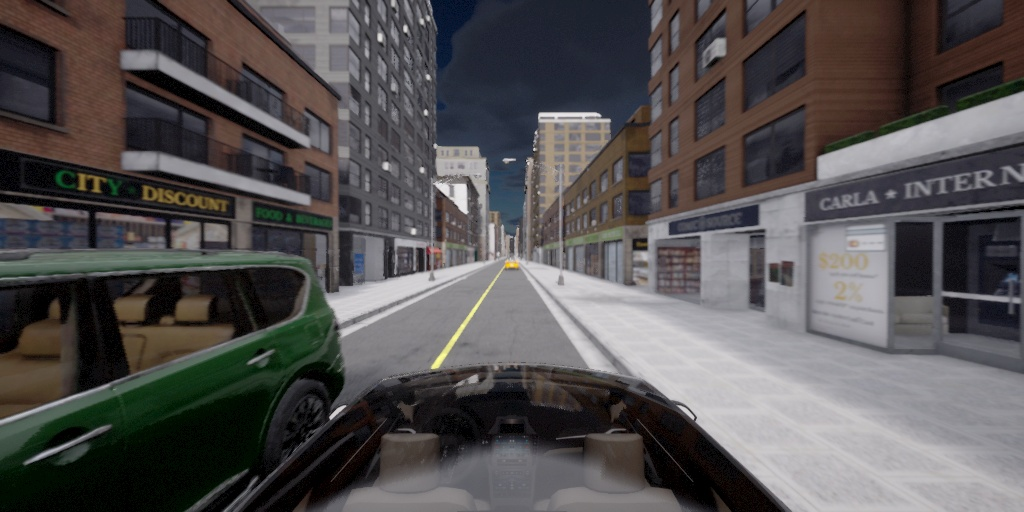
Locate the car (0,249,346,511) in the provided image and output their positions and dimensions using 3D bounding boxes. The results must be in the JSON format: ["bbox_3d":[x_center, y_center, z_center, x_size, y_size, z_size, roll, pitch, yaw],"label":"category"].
[{"bbox_3d":[-2.846,0.972,1.582,2.150,2.045,5.566,0,0,0],"label":"car"}]

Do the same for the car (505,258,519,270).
[{"bbox_3d":[0.000,1.102,49.656,1.882,1.535,5.008,0,0,0],"label":"car"}]
